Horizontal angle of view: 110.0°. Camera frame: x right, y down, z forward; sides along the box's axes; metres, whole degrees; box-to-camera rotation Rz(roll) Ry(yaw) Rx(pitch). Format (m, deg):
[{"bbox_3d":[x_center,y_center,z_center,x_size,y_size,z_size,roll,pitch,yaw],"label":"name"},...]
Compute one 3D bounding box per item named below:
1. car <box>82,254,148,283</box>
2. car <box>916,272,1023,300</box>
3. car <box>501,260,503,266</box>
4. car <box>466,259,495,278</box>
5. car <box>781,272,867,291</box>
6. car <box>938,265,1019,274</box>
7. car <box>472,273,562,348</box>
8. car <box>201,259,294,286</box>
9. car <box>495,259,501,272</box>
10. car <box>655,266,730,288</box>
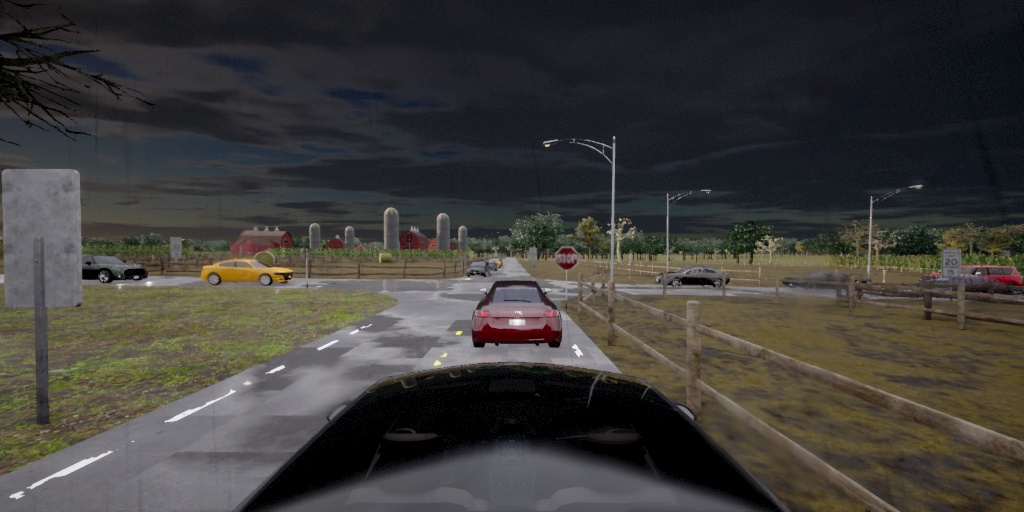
[{"bbox_3d":[-25.572,0.703,22.249,4.553,1.767,2.097,1,1,0],"label":"car"},{"bbox_3d":[28.928,1.947,22.567,5.357,1.411,2.033,1,1,0],"label":"car"},{"bbox_3d":[-2.808,1.165,57.956,1.882,1.535,5.008,0,0,0],"label":"car"},{"bbox_3d":[-3.084,1.232,33.963,1.837,1.490,4.892,0,0,5],"label":"car"},{"bbox_3d":[22.048,1.796,25.476,4.718,1.301,1.895,1,1,0],"label":"car"},{"bbox_3d":[32.566,1.665,25.524,5.566,2.045,2.150,1,1,0],"label":"car"},{"bbox_3d":[0.099,1.311,9.267,1.994,1.385,4.181,0,0,0],"label":"car"},{"bbox_3d":[-16.326,0.979,22.302,5.008,1.535,1.882,1,1,0],"label":"car"},{"bbox_3d":[-2.841,1.202,45.642,2.128,1.511,4.902,0,0,0],"label":"car"},{"bbox_3d":[12.755,1.486,25.420,4.902,1.511,2.128,1,1,0],"label":"car"}]
